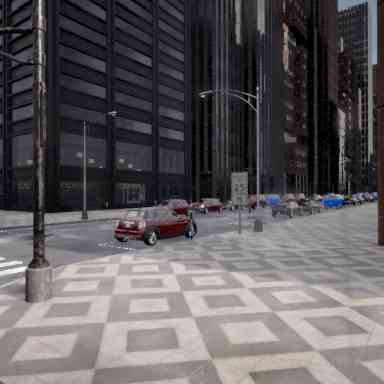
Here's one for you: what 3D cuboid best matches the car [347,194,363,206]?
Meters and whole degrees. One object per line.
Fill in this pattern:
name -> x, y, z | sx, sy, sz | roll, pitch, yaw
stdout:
car -> 24.704, 1.419, 51.646 | 1.947, 1.339, 4.313 | 0, 0, 36

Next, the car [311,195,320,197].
car -> 24.319, 1.305, 65.719 | 1.967, 1.590, 4.097 | 0, 0, 36

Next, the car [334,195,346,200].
car -> 37.414, 1.396, 83.939 | 1.947, 1.339, 4.313 | 0, 0, 36

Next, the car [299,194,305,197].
car -> 17.771, 1.199, 56.607 | 2.192, 1.841, 5.009 | 0, 0, 36

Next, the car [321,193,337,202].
car -> 30.866, 1.161, 74.829 | 2.192, 1.841, 5.009 | 0, 0, 36

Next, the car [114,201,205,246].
car -> -1.483, 1.393, 15.208 | 1.967, 1.590, 4.097 | 0, 0, 36

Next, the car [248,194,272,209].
car -> 7.951, 1.233, 42.943 | 2.192, 1.841, 5.009 | 0, 0, 36

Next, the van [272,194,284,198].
van -> 11.224, 1.247, 47.497 | 1.690, 1.788, 3.998 | 0, 0, 36

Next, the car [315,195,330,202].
car -> 27.593, 1.406, 70.274 | 2.008, 1.369, 4.403 | 0, 0, 36

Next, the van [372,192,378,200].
van -> 37.797, 1.157, 69.865 | 1.690, 1.788, 3.998 | 0, 0, 36

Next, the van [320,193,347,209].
van -> 18.157, 1.216, 42.536 | 1.690, 1.788, 3.998 | 0, 0, 36

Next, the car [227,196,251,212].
car -> 4.678, 1.481, 38.388 | 2.008, 1.369, 4.403 | 0, 0, 36

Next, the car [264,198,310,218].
car -> 8.337, 1.463, 28.872 | 2.008, 1.369, 4.403 | 0, 0, 36

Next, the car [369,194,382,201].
car -> 41.071, 1.247, 74.420 | 1.967, 1.590, 4.097 | 0, 0, 36

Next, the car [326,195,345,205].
car -> 23.805, 1.337, 54.958 | 1.882, 1.535, 5.008 | 0, 0, 35

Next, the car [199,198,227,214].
car -> 1.404, 1.383, 33.832 | 1.967, 1.590, 4.097 | 0, 0, 36

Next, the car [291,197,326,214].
car -> 11.611, 1.465, 33.427 | 1.947, 1.339, 4.313 | 0, 0, 36

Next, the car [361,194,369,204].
car -> 27.978, 1.409, 56.201 | 1.947, 1.339, 4.313 | 0, 0, 36

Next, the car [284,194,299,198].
car -> 14.498, 1.210, 52.053 | 2.192, 1.841, 5.009 | 0, 0, 36

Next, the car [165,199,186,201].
car -> -1.870, 1.396, 29.277 | 1.967, 1.590, 4.097 | 0, 0, 36

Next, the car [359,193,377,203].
car -> 34.525, 1.369, 65.311 | 1.887, 1.381, 4.507 | 0, 0, 36
